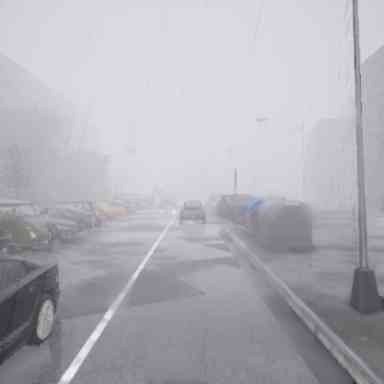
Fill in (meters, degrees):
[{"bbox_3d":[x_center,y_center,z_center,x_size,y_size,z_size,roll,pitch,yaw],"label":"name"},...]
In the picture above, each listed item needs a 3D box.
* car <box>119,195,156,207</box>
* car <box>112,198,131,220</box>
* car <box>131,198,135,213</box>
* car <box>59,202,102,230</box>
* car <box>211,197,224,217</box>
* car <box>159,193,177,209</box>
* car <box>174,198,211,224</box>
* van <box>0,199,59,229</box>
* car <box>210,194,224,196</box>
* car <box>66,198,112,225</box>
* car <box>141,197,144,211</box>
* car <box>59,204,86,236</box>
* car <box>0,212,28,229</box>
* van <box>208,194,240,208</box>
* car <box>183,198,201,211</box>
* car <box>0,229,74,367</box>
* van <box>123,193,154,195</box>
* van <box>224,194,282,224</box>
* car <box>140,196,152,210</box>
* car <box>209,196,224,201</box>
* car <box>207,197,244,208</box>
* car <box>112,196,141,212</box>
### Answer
[{"bbox_3d":[-7.789,1.517,48.482,4.792,1.488,2.163,0,0,0],"label":"car"},{"bbox_3d":[-7.895,1.468,26.154,5.366,1.575,1.946,0,0,0],"label":"car"},{"bbox_3d":[-7.745,1.500,28.947,4.792,1.488,2.163,0,0,0],"label":"car"},{"bbox_3d":[-7.685,1.475,17.774,4.892,1.521,2.231,0,0,0],"label":"car"},{"bbox_3d":[4.598,1.509,34.708,4.674,1.452,2.002,0,0,0],"label":"car"},{"bbox_3d":[-3.193,1.208,45.204,2.150,2.045,5.566,0,0,0],"label":"car"},{"bbox_3d":[0.043,1.484,24.869,2.128,1.511,4.902,0,0,0],"label":"car"},{"bbox_3d":[-7.561,1.250,12.186,4.442,1.987,1.878,0,0,0],"label":"van"},{"bbox_3d":[4.551,1.340,43.207,4.553,1.767,2.185,0,0,0],"label":"car"},{"bbox_3d":[-7.665,1.347,20.565,4.553,1.767,2.185,0,0,0],"label":"car"},{"bbox_3d":[-7.758,1.498,34.535,4.792,1.488,2.163,0,0,0],"label":"car"},{"bbox_3d":[-7.690,1.476,14.979,4.892,1.521,2.231,0,0,0],"label":"car"},{"bbox_3d":[-7.666,1.477,9.268,5.008,1.535,2.097,0,0,0],"label":"car"},{"bbox_3d":[4.686,1.266,48.774,4.442,1.987,1.878,0,-1,0],"label":"van"},{"bbox_3d":[0.007,1.477,41.062,2.128,1.511,4.902,0,0,0],"label":"car"},{"bbox_3d":[-3.109,1.476,3.516,1.882,1.535,5.008,0,0,0],"label":"car"},{"bbox_3d":[-7.883,1.304,51.271,4.442,1.987,1.878,0,-1,0],"label":"van"},{"bbox_3d":[4.743,1.246,23.668,4.442,1.987,1.878,0,0,0],"label":"van"},{"bbox_3d":[-7.712,1.496,40.122,4.792,1.488,2.163,0,0,0],"label":"car"},{"bbox_3d":[4.566,1.497,37.497,4.792,1.488,2.163,0,0,0],"label":"car"},{"bbox_3d":[4.581,1.469,45.997,5.008,1.535,2.097,0,0,0],"label":"car"},{"bbox_3d":[-7.908,1.466,31.741,5.366,1.575,1.946,0,0,0],"label":"car"}]
